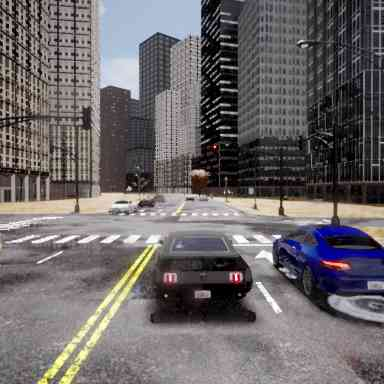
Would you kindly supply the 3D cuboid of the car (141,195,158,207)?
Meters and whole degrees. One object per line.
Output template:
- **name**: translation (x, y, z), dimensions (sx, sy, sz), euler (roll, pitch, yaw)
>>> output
- **car**: translation (-6.569, 1.514, 48.544), dimensions (1.994, 1.385, 4.181), euler (0, 0, 0)

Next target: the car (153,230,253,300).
- **car**: translation (0.104, 1.597, 8.347), dimensions (1.895, 1.301, 4.718), euler (0, 0, -3)

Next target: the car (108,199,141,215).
- **car**: translation (-6.926, 1.501, 33.766), dimensions (1.812, 1.442, 4.674), euler (0, 0, 5)

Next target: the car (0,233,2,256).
- **car**: translation (-6.596, 1.474, 7.836), dimensions (1.882, 1.535, 5.008), euler (0, 0, 0)

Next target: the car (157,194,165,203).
- **car**: translation (-6.556, 1.261, 66.776), dimensions (2.097, 1.767, 4.553), euler (0, 0, 0)

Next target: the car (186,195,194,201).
- **car**: translation (-0.503, 1.467, 80.504), dimensions (1.895, 1.301, 4.718), euler (0, 0, -4)

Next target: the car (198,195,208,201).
- **car**: translation (2.746, 1.394, 80.620), dimensions (1.812, 1.442, 4.674), euler (0, 0, -4)

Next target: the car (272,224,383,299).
- **car**: translation (3.346, 1.522, 8.318), dimensions (1.812, 1.442, 4.674), euler (0, 0, 1)
